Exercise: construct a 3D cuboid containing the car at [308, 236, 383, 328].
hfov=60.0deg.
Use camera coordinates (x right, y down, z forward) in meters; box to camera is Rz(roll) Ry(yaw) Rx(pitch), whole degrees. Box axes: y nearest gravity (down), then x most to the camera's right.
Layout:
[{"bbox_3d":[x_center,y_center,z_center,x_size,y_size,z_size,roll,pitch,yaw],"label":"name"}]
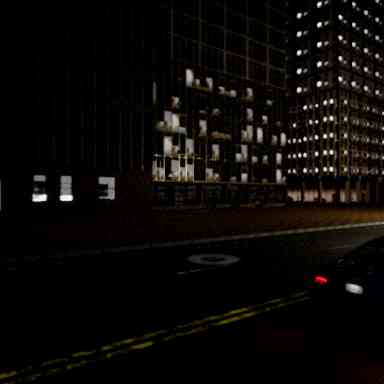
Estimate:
[{"bbox_3d":[4.606,1.592,6.727,5.357,1.411,2.033,0,0,-36],"label":"car"}]
